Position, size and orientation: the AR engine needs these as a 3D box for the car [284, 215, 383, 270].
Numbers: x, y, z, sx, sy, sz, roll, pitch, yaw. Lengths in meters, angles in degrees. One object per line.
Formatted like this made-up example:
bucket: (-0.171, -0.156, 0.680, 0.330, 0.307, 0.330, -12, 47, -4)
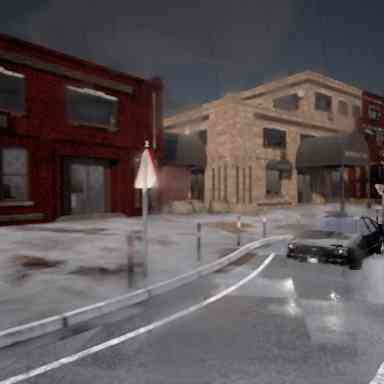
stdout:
car: (5.089, 1.493, 11.216, 2.033, 1.411, 5.357, 0, 0, 41)
